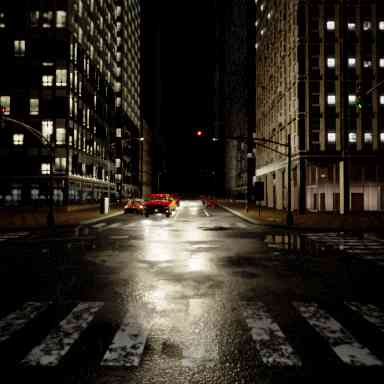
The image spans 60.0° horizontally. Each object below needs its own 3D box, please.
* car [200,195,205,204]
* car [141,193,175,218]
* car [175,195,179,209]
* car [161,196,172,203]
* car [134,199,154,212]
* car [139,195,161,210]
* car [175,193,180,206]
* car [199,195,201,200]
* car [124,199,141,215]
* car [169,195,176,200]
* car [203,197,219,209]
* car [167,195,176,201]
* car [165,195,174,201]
[{"bbox_3d":[2.783,1.547,56.322,1.752,1.417,4.829,1,0,0],"label":"car"},{"bbox_3d":[-3.051,1.233,31.125,2.150,2.045,5.566,0,0,0],"label":"car"},{"bbox_3d":[-3.040,1.493,41.552,1.882,1.535,5.008,0,0,0],"label":"car"},{"bbox_3d":[-5.575,1.573,72.822,1.887,1.381,4.507,1,0,0],"label":"car"},{"bbox_3d":[-5.623,1.597,39.371,1.802,1.307,4.206,1,0,0],"label":"car"},{"bbox_3d":[-5.609,1.332,44.947,2.192,1.841,5.009,1,0,0],"label":"car"},{"bbox_3d":[-3.019,1.241,52.051,2.150,2.045,5.566,0,0,0],"label":"car"},{"bbox_3d":[2.789,1.590,61.730,1.947,1.339,4.313,1,0,0],"label":"car"},{"bbox_3d":[-5.627,1.453,33.796,1.967,1.590,4.097,1,0,0],"label":"car"},{"bbox_3d":[-5.545,1.605,95.123,1.947,1.339,4.313,1,0,0],"label":"car"},{"bbox_3d":[2.765,1.599,44.997,1.802,1.307,4.206,1,0,0],"label":"car"},{"bbox_3d":[-5.552,1.587,89.548,2.008,1.369,4.403,1,0,0],"label":"car"},{"bbox_3d":[-5.560,1.578,83.972,1.887,1.381,4.507,1,0,0],"label":"car"}]
